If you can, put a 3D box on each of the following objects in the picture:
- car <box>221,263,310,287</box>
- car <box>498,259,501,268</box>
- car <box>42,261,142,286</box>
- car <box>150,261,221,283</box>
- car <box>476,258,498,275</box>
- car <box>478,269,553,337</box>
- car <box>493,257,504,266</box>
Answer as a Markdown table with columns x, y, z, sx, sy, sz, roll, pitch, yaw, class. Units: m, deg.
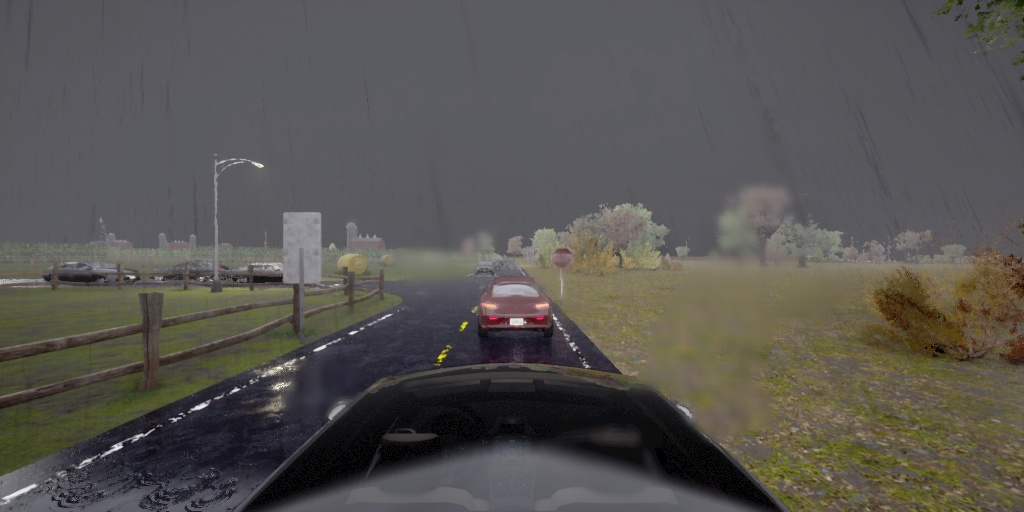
| x | y | z | sx | sy | sz | roll | pitch | yaw | class |
| --- | --- | --- | --- | --- | --- | --- | --- | --- | --- |
| -15.100 | 1.167 | 22.887 | 4.902 | 1.511 | 2.128 | 0 | 1 | -1 | car |
| -2.901 | 1.378 | 49.517 | 1.895 | 1.301 | 4.718 | 0 | 0 | 0 | car |
| -26.523 | 1.089 | 22.751 | 4.902 | 1.511 | 2.128 | 0 | 1 | -1 | car |
| -22.997 | 1.095 | 25.746 | 4.892 | 1.490 | 1.837 | 0 | 1 | -1 | car |
| -2.891 | 1.272 | 40.250 | 1.837 | 1.490 | 4.892 | 0 | 0 | 0 | car |
| 0.053 | 1.275 | 10.153 | 1.812 | 1.442 | 4.674 | 0 | 0 | -1 | car |
| -2.872 | 1.355 | 59.529 | 1.994 | 1.385 | 4.181 | 0 | 0 | 0 | car |
